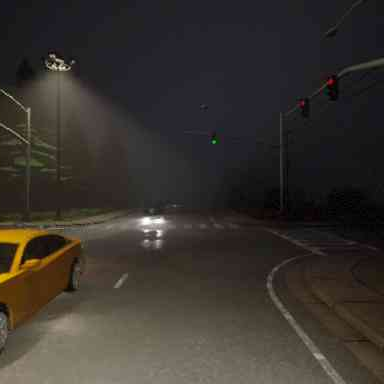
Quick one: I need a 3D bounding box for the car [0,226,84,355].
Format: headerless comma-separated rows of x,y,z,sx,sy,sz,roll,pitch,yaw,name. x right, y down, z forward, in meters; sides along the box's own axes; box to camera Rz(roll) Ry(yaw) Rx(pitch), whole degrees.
-3.516,1.474,6.035,1.882,1.535,5.008,0,0,0,car

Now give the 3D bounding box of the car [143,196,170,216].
-3.598,1.484,32.148,2.128,1.511,4.902,0,0,0,car

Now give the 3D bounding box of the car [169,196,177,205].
-3.676,1.421,57.736,1.837,1.490,4.892,0,0,0,car
